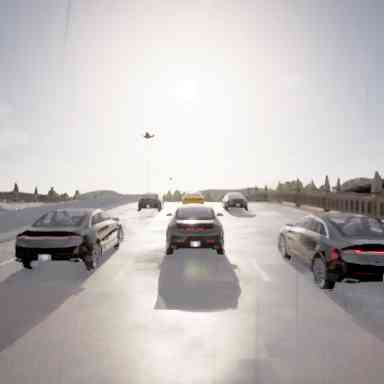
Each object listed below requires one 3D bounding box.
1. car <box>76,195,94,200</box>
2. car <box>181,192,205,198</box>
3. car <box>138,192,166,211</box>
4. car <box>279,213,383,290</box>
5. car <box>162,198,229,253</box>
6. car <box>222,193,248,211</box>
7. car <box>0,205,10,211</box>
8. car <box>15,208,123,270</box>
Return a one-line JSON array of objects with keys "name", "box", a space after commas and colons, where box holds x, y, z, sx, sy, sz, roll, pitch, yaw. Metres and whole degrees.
[{"name": "car", "box": [-17.503, 1.211, 54.857, 1.895, 1.301, 4.718, 0, -4, 0]}, {"name": "car", "box": [0.099, 0.722, 29.329, 1.882, 1.535, 5.008, 0, 2, 0]}, {"name": "car", "box": [-3.402, 0.780, 28.162, 1.837, 1.490, 4.892, 0, 2, 0]}, {"name": "car", "box": [3.600, 1.272, 8.424, 2.128, 1.511, 4.902, 0, 2, 0]}, {"name": "car", "box": [0.099, 1.192, 12.079, 1.837, 1.490, 4.892, 0, 2, 0]}, {"name": "car", "box": [3.598, 0.796, 28.336, 1.812, 1.442, 4.674, 0, 2, 0]}, {"name": "car", "box": [-10.600, 1.147, 16.105, 1.994, 1.385, 4.181, 0, 2, 0]}, {"name": "car", "box": [-3.400, 1.230, 10.089, 2.128, 1.511, 4.902, 0, 2, 0]}]
